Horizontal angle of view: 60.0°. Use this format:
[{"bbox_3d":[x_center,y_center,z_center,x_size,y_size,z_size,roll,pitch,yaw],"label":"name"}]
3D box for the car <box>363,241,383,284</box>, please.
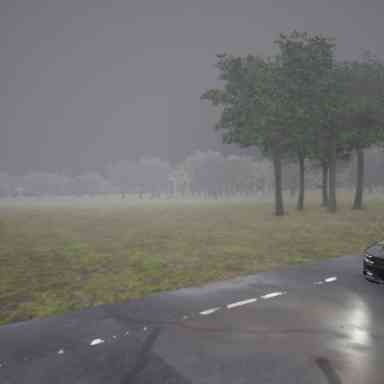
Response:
[{"bbox_3d":[6.328,1.483,8.506,5.008,1.535,1.882,0,0,-35],"label":"car"}]
